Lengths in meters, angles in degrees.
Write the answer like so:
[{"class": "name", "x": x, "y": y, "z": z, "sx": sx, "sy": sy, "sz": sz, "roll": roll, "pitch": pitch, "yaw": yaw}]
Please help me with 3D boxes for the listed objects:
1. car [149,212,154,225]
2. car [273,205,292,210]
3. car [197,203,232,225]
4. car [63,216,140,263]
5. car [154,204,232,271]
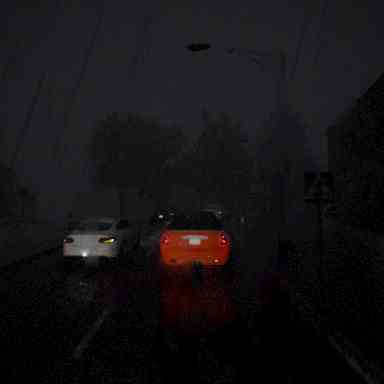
[{"class": "car", "x": -1.761, "y": 1.715, "z": 25.030, "sx": 1.994, "sy": 1.385, "sz": 4.181, "roll": -1, "pitch": -1, "yaw": 11}, {"class": "car", "x": 21.980, "y": 3.949, "z": 81.029, "sx": 4.902, "sy": 1.511, "sz": 2.128, "roll": -4, "pitch": -6, "yaw": 44}, {"class": "car", "x": 1.825, "y": 1.642, "z": 25.757, "sx": 1.812, "sy": 1.442, "sz": 4.674, "roll": -1, "pitch": -2, "yaw": 15}, {"class": "car", "x": -3.112, "y": 1.590, "z": 12.111, "sx": 1.812, "sy": 1.442, "sz": 4.674, "roll": 0, "pitch": 0, "yaw": 1}, {"class": "car", "x": 0.125, "y": 1.413, "z": 11.352, "sx": 2.097, "sy": 1.767, "sz": 4.553, "roll": 0, "pitch": 0, "yaw": 1}]
